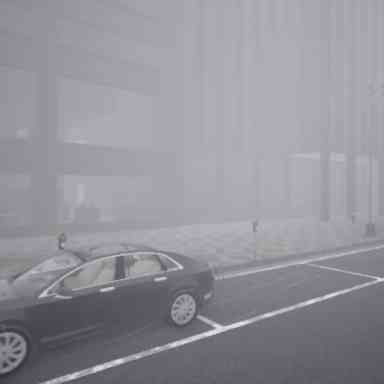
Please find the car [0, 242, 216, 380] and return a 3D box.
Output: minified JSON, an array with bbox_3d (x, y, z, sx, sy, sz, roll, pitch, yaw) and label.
[{"bbox_3d":[-1.616,1.556,5.380,4.403,1.369,2.008,0,0,-36],"label":"car"}]
